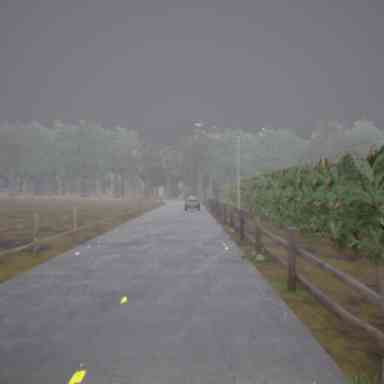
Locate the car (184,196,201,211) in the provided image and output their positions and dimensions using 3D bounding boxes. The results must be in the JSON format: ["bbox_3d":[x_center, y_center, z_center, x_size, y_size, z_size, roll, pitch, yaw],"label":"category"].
[{"bbox_3d":[0.053,1.399,39.737,2.128,1.511,4.902,0,0,0],"label":"car"}]

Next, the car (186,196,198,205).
[{"bbox_3d":[0.017,1.388,55.479,1.837,1.490,4.892,0,0,0],"label":"car"}]
